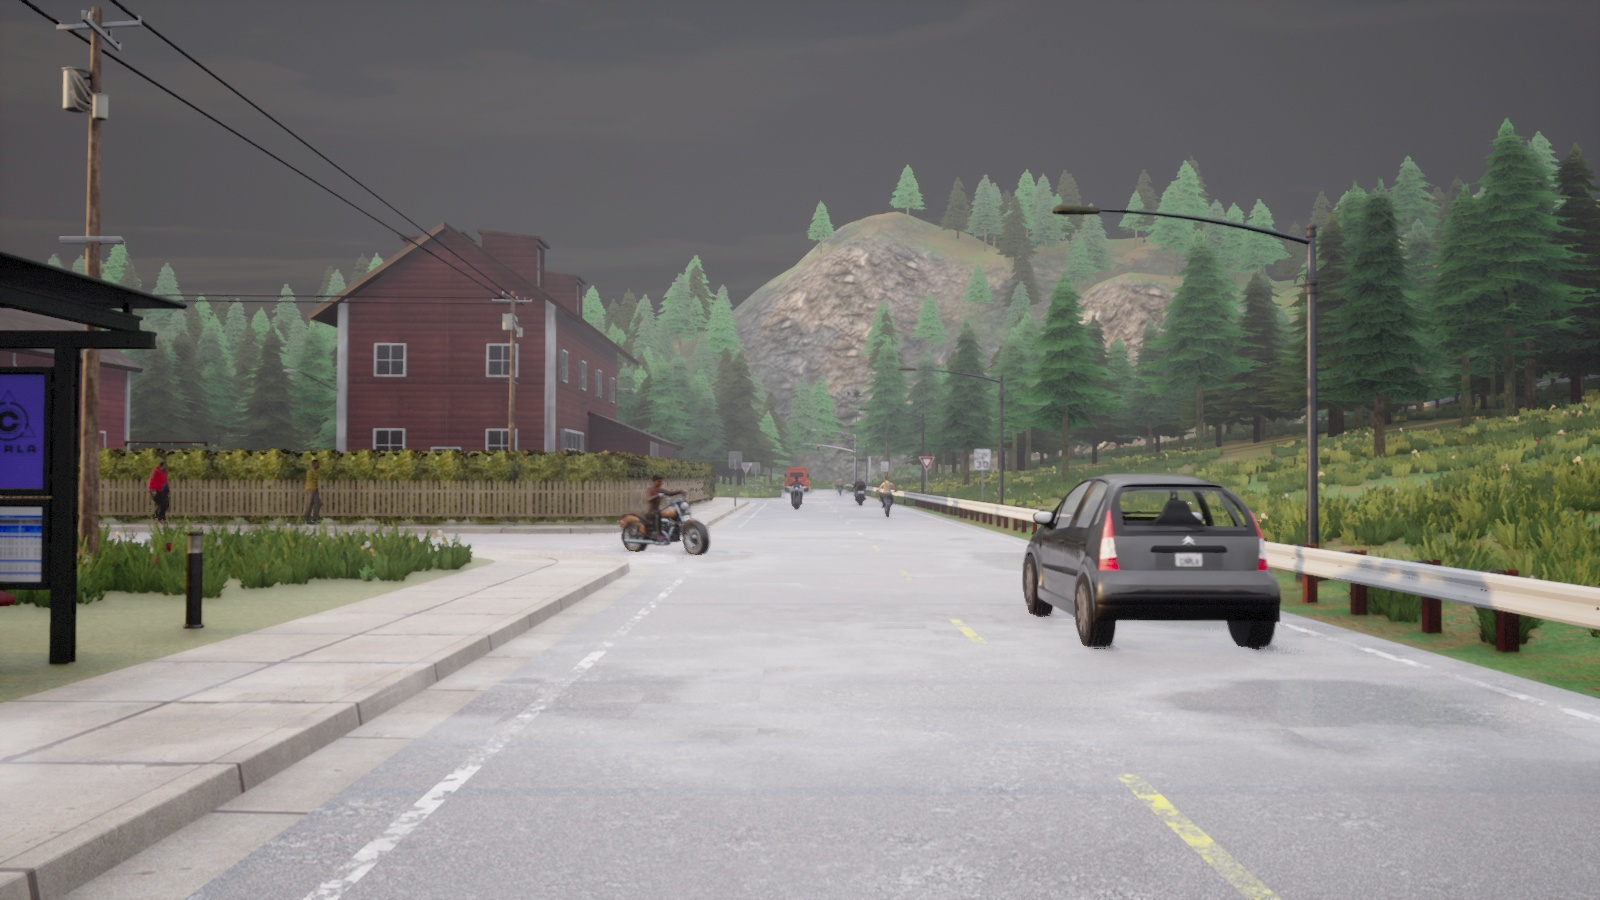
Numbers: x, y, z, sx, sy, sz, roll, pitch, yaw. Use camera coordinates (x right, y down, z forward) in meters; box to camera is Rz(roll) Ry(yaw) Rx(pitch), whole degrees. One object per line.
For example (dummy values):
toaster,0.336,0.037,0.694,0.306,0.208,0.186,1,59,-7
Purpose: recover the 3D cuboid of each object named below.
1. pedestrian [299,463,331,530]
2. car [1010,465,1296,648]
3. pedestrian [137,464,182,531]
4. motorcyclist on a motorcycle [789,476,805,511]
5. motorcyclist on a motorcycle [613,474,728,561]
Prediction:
pedestrian,-13.450,1.285,34.811,0.709,1.840,0.431,0,-1,3
car,3.469,0.992,13.161,1.851,1.617,3.988,0,-1,0
pedestrian,-17.772,1.303,34.852,0.899,1.844,0.634,0,-1,-1
motorcyclist on a motorcycle,-0.140,2.076,60.241,0.766,1.649,2.350,0,-1,0
motorcyclist on a motorcycle,-2.626,1.332,25.346,2.350,1.649,0.766,-1,0,35
